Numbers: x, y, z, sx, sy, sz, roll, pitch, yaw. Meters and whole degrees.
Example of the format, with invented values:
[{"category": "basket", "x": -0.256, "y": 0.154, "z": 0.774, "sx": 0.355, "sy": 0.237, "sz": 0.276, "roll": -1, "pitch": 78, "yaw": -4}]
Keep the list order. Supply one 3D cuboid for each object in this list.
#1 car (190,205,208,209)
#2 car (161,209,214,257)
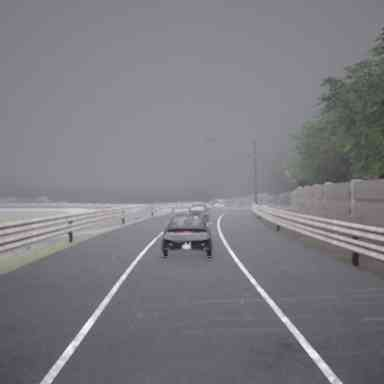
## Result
[{"category": "car", "x": 0.605, "y": 1.853, "z": 28.846, "sx": 1.812, "sy": 1.442, "sz": 4.674, "roll": 0, "pitch": 0, "yaw": 6}, {"category": "car", "x": -0.144, "y": 1.653, "z": 13.617, "sx": 2.128, "sy": 1.511, "sz": 4.902, "roll": 0, "pitch": 0, "yaw": 1}]
